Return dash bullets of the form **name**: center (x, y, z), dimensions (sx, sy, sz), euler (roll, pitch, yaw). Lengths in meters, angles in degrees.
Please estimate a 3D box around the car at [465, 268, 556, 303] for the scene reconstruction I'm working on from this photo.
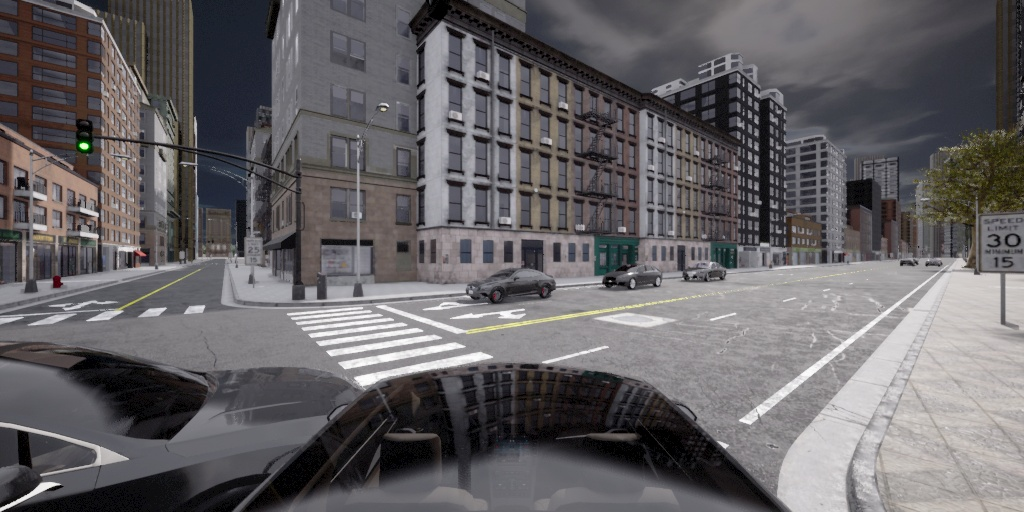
- **car**: center (0.059, 1.287, 16.809), dimensions (4.674, 1.442, 1.812), euler (0, 0, -39)

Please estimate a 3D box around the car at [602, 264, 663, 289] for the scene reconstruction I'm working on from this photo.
- **car**: center (7.787, 1.259, 22.989), dimensions (4.892, 1.490, 1.837), euler (0, 0, -39)

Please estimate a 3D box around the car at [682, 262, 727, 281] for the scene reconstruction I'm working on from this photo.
- **car**: center (15.834, 1.237, 29.413), dimensions (4.902, 1.511, 2.128), euler (0, 0, -38)

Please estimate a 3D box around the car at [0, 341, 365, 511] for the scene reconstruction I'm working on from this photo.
- **car**: center (-3.212, 1.257, 1.856), dimensions (4.892, 1.490, 1.837), euler (0, 0, -34)
